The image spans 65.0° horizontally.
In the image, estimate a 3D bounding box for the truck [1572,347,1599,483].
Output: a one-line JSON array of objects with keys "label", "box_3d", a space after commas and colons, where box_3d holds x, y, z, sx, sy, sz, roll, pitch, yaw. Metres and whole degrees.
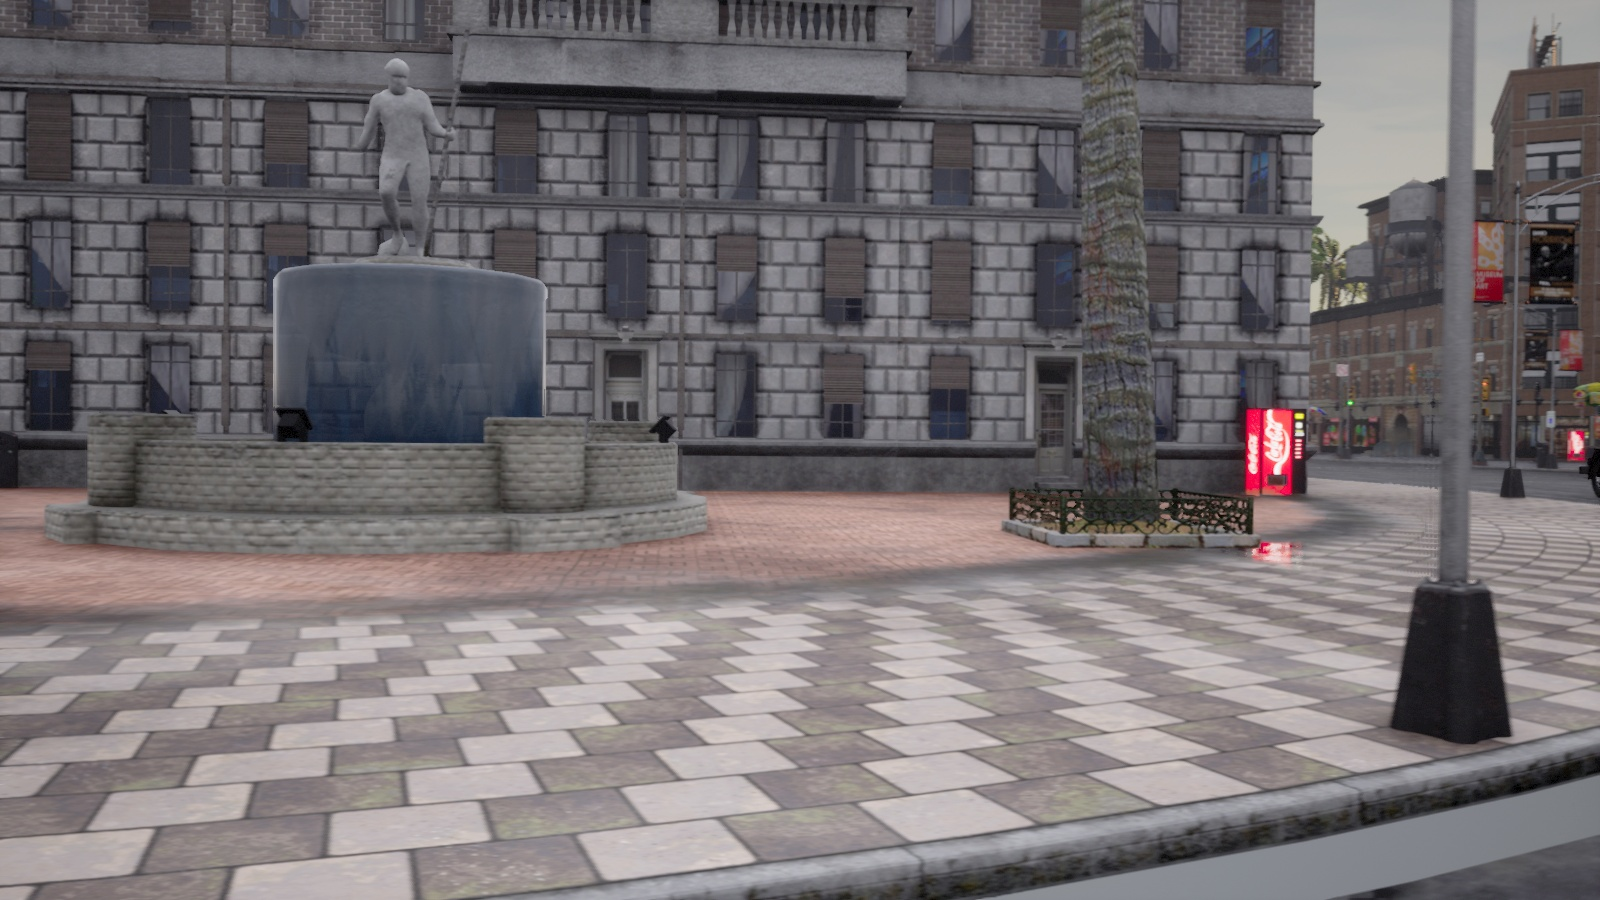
[{"label": "truck", "box_3d": [21.655, -0.864, 29.228, 2.891, 3.462, 7.936, -1, 1, 3]}]
